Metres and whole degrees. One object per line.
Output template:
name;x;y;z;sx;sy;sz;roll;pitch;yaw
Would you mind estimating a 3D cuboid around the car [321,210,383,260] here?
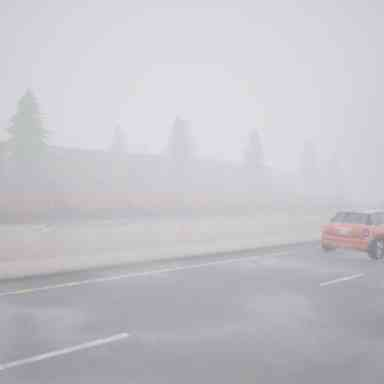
car;7.263;1.496;13.336;4.553;1.767;2.097;1;-1;-35
